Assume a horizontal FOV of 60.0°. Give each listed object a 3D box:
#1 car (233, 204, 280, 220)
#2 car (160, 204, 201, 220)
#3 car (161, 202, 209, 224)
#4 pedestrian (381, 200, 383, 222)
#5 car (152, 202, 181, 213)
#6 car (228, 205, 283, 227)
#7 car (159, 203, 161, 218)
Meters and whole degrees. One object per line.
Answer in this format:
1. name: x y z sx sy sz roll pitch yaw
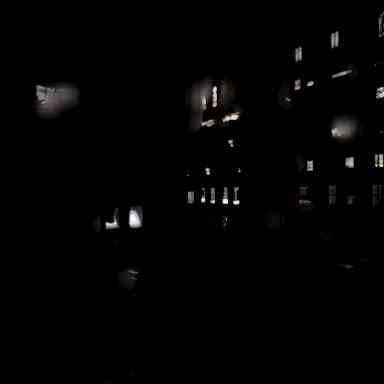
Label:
1. car: 6.025 1.839 31.461 1.802 1.307 4.206 -1 0 -35
2. car: -1.200 1.874 32.331 1.994 1.385 4.181 0 -1 -35
3. car: -0.419 1.687 26.914 1.967 1.590 4.097 -1 0 -35
4. pedestrian: 14.350 1.275 24.734 0.375 1.860 0.375 -1 0 -35
5. car: -3.541 2.028 45.083 1.947 1.339 4.313 -1 0 -35
6. car: 4.512 1.752 24.195 1.994 1.385 4.181 0 -1 -35
7. car: -3.604 1.897 31.455 1.802 1.307 4.206 -1 0 -35
